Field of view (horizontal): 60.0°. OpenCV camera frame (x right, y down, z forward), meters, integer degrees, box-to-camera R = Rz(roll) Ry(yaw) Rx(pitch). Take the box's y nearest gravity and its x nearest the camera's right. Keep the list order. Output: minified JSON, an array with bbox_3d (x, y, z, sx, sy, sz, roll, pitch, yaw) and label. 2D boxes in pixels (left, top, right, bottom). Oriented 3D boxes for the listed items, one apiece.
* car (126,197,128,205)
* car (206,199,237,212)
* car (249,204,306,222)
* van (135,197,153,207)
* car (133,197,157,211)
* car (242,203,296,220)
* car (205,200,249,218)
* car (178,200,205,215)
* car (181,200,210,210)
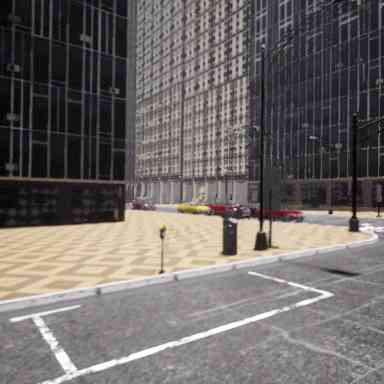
[{"bbox_3d":[-15.687,1.985,72.508,2.192,1.841,5.009,0,-1,-35],"label":"car"},{"bbox_3d":[3.843,1.783,44.554,1.967,1.590,4.097,0,-1,-35],"label":"car"},{"bbox_3d":[6.739,1.628,25.777,1.802,1.307,4.206,0,-1,-35],"label":"car"},{"bbox_3d":[-9.177,1.902,63.190,1.690,1.788,3.998,0,-1,-35],"label":"van"},{"bbox_3d":[-6.282,1.704,44.415,1.967,1.590,4.097,0,-1,-35],"label":"car"},{"bbox_3d":[6.886,1.726,30.275,1.895,1.301,4.718,1,-1,-35],"label":"car"},{"bbox_3d":[3.484,1.541,30.438,1.967,1.590,4.097,0,-1,-35],"label":"car"},{"bbox_3d":[0.326,1.679,34.957,1.752,1.417,4.829,0,-1,-35],"label":"car"},{"bbox_3d":[0.491,1.925,49.351,1.752,1.417,4.829,0,-1,-35],"label":"car"}]
